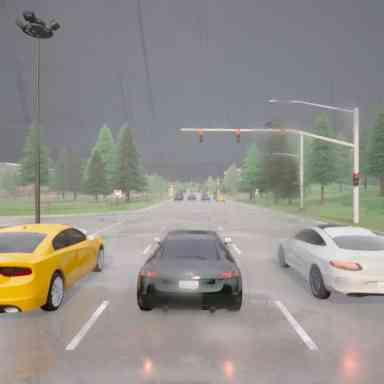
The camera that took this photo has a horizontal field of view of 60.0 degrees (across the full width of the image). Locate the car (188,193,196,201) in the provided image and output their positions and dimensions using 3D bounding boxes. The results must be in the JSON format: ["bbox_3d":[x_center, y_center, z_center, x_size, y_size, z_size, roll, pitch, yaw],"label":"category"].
[{"bbox_3d":[0.005,1.344,82.078,2.097,1.767,4.553,0,0,0],"label":"car"}]

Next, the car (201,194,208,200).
[{"bbox_3d":[3.506,1.329,92.111,1.837,1.490,4.892,0,0,0],"label":"car"}]

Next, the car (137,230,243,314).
[{"bbox_3d":[0.002,1.564,7.732,1.994,1.385,4.181,0,0,2],"label":"car"}]

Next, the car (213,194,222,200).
[{"bbox_3d":[7.006,1.381,92.111,1.994,1.385,4.181,0,0,0],"label":"car"}]

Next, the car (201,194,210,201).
[{"bbox_3d":[3.505,1.542,82.108,1.994,1.385,4.181,0,0,0],"label":"car"}]

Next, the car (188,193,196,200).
[{"bbox_3d":[0.006,1.184,92.081,2.097,1.767,4.553,0,0,0],"label":"car"}]

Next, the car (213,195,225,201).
[{"bbox_3d":[7.005,1.466,81.691,1.882,1.535,5.008,0,0,0],"label":"car"}]

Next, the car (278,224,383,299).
[{"bbox_3d":[3.519,1.525,8.305,1.812,1.442,4.674,0,0,1],"label":"car"}]

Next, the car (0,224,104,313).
[{"bbox_3d":[-3.487,1.477,7.761,1.882,1.535,5.008,0,0,0],"label":"car"}]

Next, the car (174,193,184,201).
[{"bbox_3d":[-3.495,1.584,82.138,1.895,1.301,4.718,0,0,0],"label":"car"}]
